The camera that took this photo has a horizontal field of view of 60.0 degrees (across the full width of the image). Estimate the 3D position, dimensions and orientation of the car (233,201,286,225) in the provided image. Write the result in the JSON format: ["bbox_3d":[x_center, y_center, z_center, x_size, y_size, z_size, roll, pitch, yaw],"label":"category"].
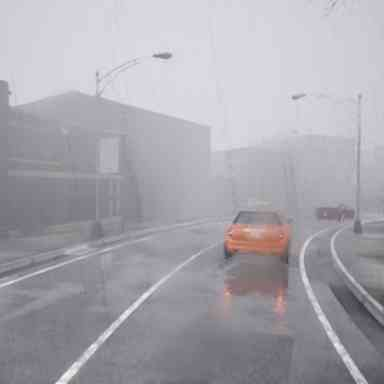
[{"bbox_3d":[5.191,1.478,25.104,1.882,1.535,5.008,1,0,37],"label":"car"}]

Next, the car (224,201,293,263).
[{"bbox_3d":[2.642,1.363,12.477,2.097,1.767,4.553,1,0,18],"label":"car"}]

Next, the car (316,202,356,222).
[{"bbox_3d":[12.008,1.597,27.510,1.882,1.535,5.008,1,0,43],"label":"car"}]
